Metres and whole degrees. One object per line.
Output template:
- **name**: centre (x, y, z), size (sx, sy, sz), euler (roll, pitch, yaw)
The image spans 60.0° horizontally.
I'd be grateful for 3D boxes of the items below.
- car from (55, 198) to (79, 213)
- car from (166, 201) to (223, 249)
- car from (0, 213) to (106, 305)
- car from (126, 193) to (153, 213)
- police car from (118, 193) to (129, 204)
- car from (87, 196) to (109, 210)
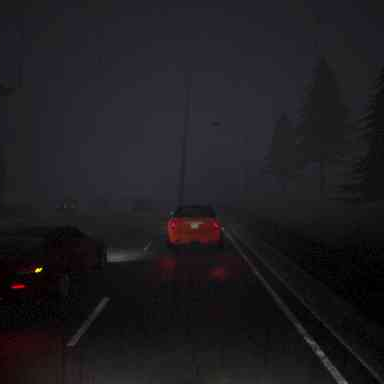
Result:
- **car**: centre (-11.723, 1.288, 31.236), size (2.033, 1.411, 5.357), euler (0, 0, -17)
- **car**: centre (0.096, 1.235, 14.127), size (2.097, 1.767, 4.553), euler (0, 0, 0)
- **car**: centre (-3.402, 1.460, 7.778), size (1.812, 1.442, 4.674), euler (0, 0, 0)
- **car**: centre (-5.114, 1.202, 33.294), size (1.882, 1.535, 5.008), euler (1, 0, -16)
- **police car**: centre (-9.255, 1.019, 49.108), size (1.930, 1.638, 5.238), euler (1, 0, -38)
- **car**: centre (-10.777, 1.208, 38.346), size (1.812, 1.442, 4.674), euler (1, 0, -26)
